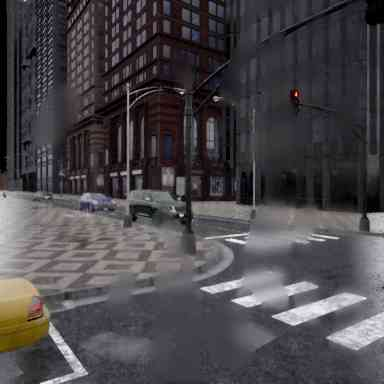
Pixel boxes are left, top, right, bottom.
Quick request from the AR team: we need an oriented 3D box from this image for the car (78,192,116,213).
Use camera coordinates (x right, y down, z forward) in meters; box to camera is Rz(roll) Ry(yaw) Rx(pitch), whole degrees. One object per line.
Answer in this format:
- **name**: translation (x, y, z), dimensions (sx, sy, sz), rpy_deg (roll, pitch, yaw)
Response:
- **car**: translation (-8.497, 0.830, 29.631), dimensions (2.097, 1.767, 4.553), rpy_deg (0, 1, -36)

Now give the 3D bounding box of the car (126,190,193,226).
- **car**: translation (-2.192, 0.899, 20.836), dimensions (2.150, 2.045, 5.566), rpy_deg (0, 1, -36)

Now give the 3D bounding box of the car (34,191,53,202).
- **car**: translation (-21.330, 0.588, 47.676), dimensions (2.128, 1.511, 4.902), rpy_deg (0, 1, -35)

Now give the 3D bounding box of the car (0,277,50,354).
- **car**: translation (-4.223, 1.525, 3.643), dimensions (4.829, 1.417, 1.752), rpy_deg (0, 0, -35)
